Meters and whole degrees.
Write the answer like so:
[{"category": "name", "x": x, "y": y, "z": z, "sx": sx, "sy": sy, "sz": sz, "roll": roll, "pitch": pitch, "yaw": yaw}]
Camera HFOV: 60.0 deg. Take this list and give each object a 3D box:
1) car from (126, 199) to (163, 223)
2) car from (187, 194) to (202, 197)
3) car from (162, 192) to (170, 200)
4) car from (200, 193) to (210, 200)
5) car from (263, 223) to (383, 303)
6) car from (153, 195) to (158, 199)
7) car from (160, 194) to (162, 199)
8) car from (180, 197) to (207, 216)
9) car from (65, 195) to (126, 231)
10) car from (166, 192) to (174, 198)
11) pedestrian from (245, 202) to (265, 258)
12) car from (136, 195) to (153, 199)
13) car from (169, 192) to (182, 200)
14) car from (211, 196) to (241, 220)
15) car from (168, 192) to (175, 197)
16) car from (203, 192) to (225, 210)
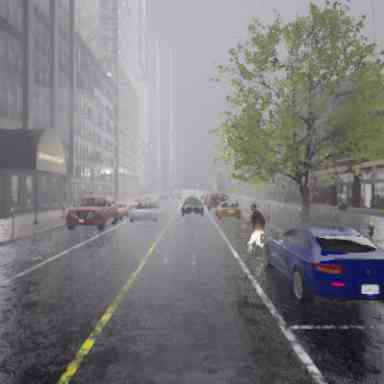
[{"category": "car", "x": -3.100, "y": 1.390, "z": 23.106, "sx": 1.895, "sy": 1.301, "sz": 4.718, "roll": 0, "pitch": 1, "yaw": 0}, {"category": "car", "x": 0.038, "y": 1.080, "z": 45.494, "sx": 1.837, "sy": 1.490, "sz": 4.892, "roll": 0, "pitch": 1, "yaw": 1}, {"category": "car", "x": -5.682, "y": 0.897, "z": 69.509, "sx": 1.947, "sy": 1.339, "sz": 4.313, "roll": 1, "pitch": 1, "yaw": 0}, {"category": "car", "x": 2.698, "y": 0.897, "z": 69.512, "sx": 1.947, "sy": 1.339, "sz": 4.313, "roll": 1, "pitch": 1, "yaw": 0}, {"category": "car", "x": 3.000, "y": 1.455, "z": 7.897, "sx": 1.812, "sy": 1.442, "sz": 4.674, "roll": 0, "pitch": 1, "yaw": 0}, {"category": "car", "x": -5.681, "y": 1.176, "z": 41.783, "sx": 1.947, "sy": 1.339, "sz": 4.313, "roll": 1, "pitch": 1, "yaw": 0}, {"category": "car", "x": -5.681, "y": 1.083, "z": 47.157, "sx": 1.752, "sy": 1.417, "sz": 4.829, "roll": 1, "pitch": 1, "yaw": 0}, {"category": "car", "x": 0.060, "y": 1.337, "z": 28.670, "sx": 1.895, "sy": 1.301, "sz": 4.718, "roll": 0, "pitch": 1, "yaw": 0}, {"category": "car", "x": -5.676, "y": 1.137, "z": 19.596, "sx": 2.192, "sy": 1.841, "sz": 5.009, "roll": 1, "pitch": 1, "yaw": 0}, {"category": "car", "x": -5.683, "y": 0.722, "z": 86.146, "sx": 1.947, "sy": 1.339, "sz": 4.313, "roll": 1, "pitch": 1, "yaw": 0}, {"category": "pedestrian", "x": 2.028, "y": 1.197, "z": 10.677, "sx": 0.375, "sy": 1.860, "sz": 0.375, "roll": 1, "pitch": 0, "yaw": -4}, {"category": "car", "x": -5.681, "y": 1.191, "z": 36.065, "sx": 1.752, "sy": 1.417, "sz": 4.829, "roll": 1, "pitch": 1, "yaw": 0}, {"category": "car", "x": -3.004, "y": 0.911, "z": 66.414, "sx": 1.812, "sy": 1.442, "sz": 4.674, "roll": 0, "pitch": 1, "yaw": 0}, {"category": "car", "x": 2.701, "y": 1.293, "z": 25.316, "sx": 1.752, "sy": 1.417, "sz": 4.829, "roll": 1, "pitch": 1, "yaw": 0}, {"category": "car", "x": -5.684, "y": 0.679, "z": 91.691, "sx": 1.802, "sy": 1.307, "sz": 4.206, "roll": 1, "pitch": 1, "yaw": 0}, {"category": "car", "x": 2.703, "y": 0.979, "z": 36.236, "sx": 2.192, "sy": 1.841, "sz": 5.009, "roll": 1, "pitch": 1, "yaw": 0}]
